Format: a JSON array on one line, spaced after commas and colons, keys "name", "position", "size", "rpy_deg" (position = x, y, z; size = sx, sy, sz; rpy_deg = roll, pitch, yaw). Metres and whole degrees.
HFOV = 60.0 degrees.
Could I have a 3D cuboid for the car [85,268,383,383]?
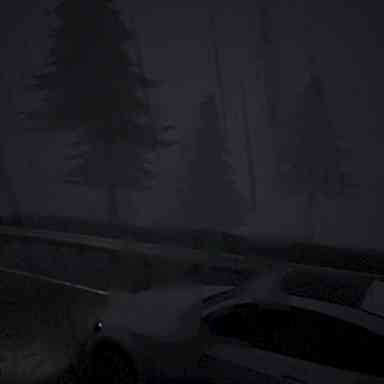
[{"name": "car", "position": [0.987, 1.517, 3.205], "size": [4.674, 1.442, 1.812], "rpy_deg": [0, 0, 35]}]
